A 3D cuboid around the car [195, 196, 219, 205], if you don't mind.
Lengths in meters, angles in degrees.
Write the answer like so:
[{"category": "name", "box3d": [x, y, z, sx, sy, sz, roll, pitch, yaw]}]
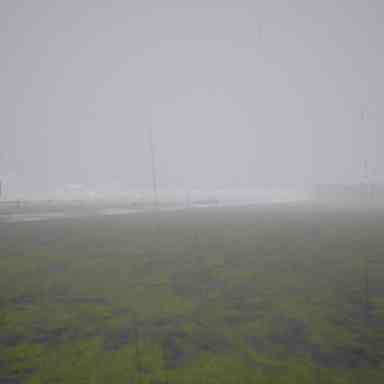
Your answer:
[{"category": "car", "box3d": [2.724, 1.474, 58.190, 2.033, 1.411, 5.357, 1, 0, 34]}]
